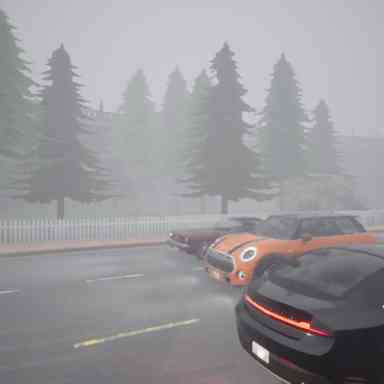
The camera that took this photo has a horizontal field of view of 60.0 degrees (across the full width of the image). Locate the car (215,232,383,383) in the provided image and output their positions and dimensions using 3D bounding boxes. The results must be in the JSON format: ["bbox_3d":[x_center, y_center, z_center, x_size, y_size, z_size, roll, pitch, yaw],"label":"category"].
[{"bbox_3d":[2.945,1.501,4.679,4.892,1.490,1.837,0,0,-25],"label":"car"}]

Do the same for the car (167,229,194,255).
[{"bbox_3d":[1.522,1.595,12.093,4.718,1.301,1.895,0,0,-23],"label":"car"}]

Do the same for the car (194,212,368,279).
[{"bbox_3d":[2.627,1.346,8.701,4.553,1.767,2.097,0,0,-24],"label":"car"}]
